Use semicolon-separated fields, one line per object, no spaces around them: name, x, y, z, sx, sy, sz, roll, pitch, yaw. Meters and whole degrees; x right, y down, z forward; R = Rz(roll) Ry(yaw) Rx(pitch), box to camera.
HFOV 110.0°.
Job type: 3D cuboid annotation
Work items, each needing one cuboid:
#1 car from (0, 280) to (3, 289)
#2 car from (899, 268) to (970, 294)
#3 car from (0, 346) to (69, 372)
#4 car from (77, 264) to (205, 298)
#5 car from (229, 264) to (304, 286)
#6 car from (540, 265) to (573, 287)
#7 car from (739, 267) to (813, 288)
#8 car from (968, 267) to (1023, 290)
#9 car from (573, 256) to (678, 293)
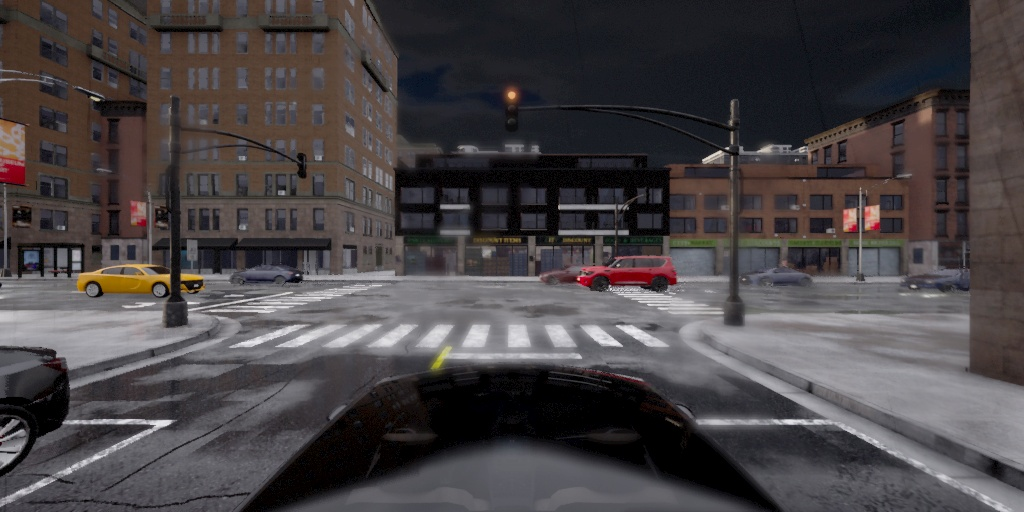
car;-27.848;1.150;17.310;4.674;1.442;1.812;0;0;0
car;26.217;1.439;21.016;5.357;1.411;2.033;0;0;0
car;-5.387;1.316;1.866;1.948;1.339;4.313;0;0;0
car;-17.782;1.149;17.356;5.008;1.535;1.882;0;0;0
car;-16.376;1.242;24.061;4.181;1.385;1.994;0;0;0
car;4.220;1.303;24.163;4.674;1.442;1.812;1;0;0
car;17.676;1.411;24.223;4.181;1.385;1.994;0;0;0
car;34.252;1.500;24.294;4.181;1.385;1.994;0;0;0
car;6.678;1.013;20.922;5.566;2.045;2.150;0;0;0
